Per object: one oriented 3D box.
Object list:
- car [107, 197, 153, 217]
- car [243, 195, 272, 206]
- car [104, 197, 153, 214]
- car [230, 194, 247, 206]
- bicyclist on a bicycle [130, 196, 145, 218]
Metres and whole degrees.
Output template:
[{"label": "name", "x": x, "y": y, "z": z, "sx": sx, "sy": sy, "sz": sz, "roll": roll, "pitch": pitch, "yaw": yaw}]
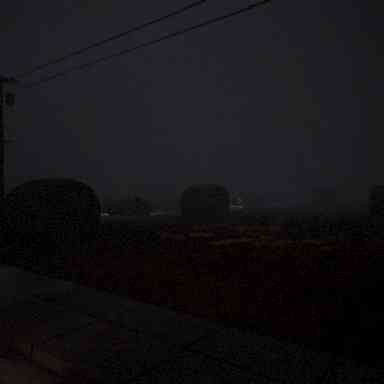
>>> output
[{"label": "car", "x": -5.387, "y": 1.397, "z": 29.539, "sx": 1.994, "sy": 1.385, "sz": 4.181, "roll": 0, "pitch": 0, "yaw": 38}, {"label": "car", "x": 9.910, "y": 1.441, "z": 48.976, "sx": 1.895, "sy": 1.301, "sz": 4.718, "roll": 0, "pitch": 0, "yaw": 39}, {"label": "car", "x": -6.427, "y": 1.315, "z": 34.275, "sx": 1.837, "sy": 1.490, "sz": 4.892, "roll": 0, "pitch": 0, "yaw": 38}, {"label": "car", "x": 7.871, "y": 1.168, "z": 52.159, "sx": 2.097, "sy": 1.767, "sz": 4.553, "roll": 0, "pitch": 0, "yaw": 39}, {"label": "bicyclist on a bicycle", "x": -4.111, "y": 1.156, "z": 25.150, "sx": 1.656, "sy": 1.620, "sz": 0.582, "roll": 0, "pitch": 0, "yaw": 38}]
